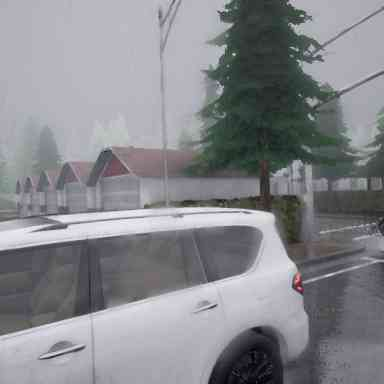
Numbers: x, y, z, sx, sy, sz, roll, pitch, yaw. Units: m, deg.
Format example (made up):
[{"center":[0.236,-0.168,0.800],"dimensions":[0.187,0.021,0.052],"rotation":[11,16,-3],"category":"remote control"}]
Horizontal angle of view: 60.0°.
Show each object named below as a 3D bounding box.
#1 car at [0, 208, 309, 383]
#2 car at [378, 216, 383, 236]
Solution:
[{"center":[-1.321,1.238,3.045],"dimensions":[5.566,2.045,2.150],"rotation":[-1,0,-34],"category":"car"},{"center":[10.085,1.337,14.067],"dimensions":[1.994,1.385,4.181],"rotation":[-3,0,-14],"category":"car"}]
